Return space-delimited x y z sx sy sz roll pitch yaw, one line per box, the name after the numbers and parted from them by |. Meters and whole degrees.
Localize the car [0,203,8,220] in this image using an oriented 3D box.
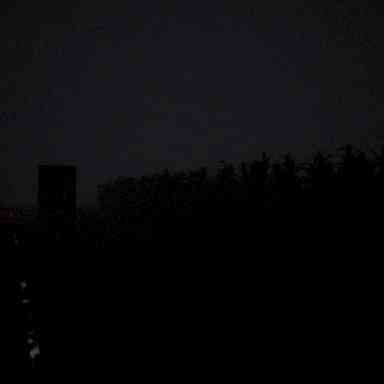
-19.424 2.051 33.116 1.895 1.301 4.718 0 -1 -28 | car

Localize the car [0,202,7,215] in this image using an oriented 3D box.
-24.369 2.086 41.963 1.812 1.442 4.674 0 -1 -29 | car
